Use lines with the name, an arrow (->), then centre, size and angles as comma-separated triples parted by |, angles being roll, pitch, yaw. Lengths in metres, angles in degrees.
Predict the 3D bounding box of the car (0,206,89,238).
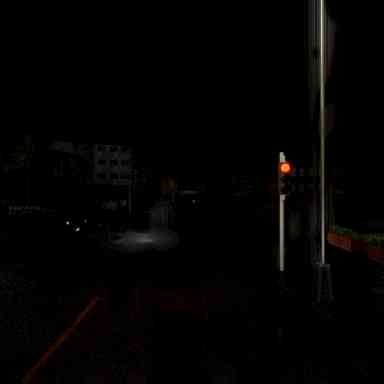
car -> -7.919, 1.601, 17.631 | 4.718, 1.301, 1.895 | 0, 0, 17

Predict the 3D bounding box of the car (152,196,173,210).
car -> -4.031, 1.491, 43.064 | 2.128, 1.511, 4.902 | 0, 0, 0

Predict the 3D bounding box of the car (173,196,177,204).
car -> -4.008, 1.491, 53.028 | 2.128, 1.511, 4.902 | 0, 0, 0

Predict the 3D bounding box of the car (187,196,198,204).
car -> 0.118, 1.547, 67.131 | 2.033, 1.411, 5.357 | 0, 0, 0

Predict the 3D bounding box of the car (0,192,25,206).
car -> -19.702, 0.985, 34.984 | 1.905, 1.878, 3.866 | 0, 0, 35

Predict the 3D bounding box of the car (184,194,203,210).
car -> 0.189, 1.221, 43.593 | 2.150, 2.045, 5.566 | 0, 0, 0

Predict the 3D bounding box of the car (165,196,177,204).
car -> -3.953, 1.477, 63.202 | 1.882, 1.535, 5.008 | 0, 0, 0
